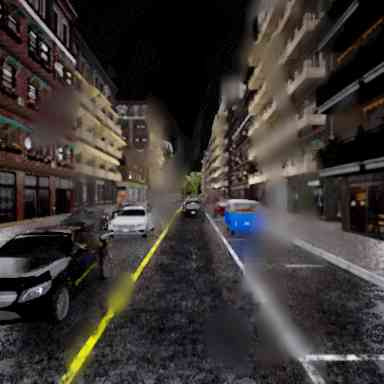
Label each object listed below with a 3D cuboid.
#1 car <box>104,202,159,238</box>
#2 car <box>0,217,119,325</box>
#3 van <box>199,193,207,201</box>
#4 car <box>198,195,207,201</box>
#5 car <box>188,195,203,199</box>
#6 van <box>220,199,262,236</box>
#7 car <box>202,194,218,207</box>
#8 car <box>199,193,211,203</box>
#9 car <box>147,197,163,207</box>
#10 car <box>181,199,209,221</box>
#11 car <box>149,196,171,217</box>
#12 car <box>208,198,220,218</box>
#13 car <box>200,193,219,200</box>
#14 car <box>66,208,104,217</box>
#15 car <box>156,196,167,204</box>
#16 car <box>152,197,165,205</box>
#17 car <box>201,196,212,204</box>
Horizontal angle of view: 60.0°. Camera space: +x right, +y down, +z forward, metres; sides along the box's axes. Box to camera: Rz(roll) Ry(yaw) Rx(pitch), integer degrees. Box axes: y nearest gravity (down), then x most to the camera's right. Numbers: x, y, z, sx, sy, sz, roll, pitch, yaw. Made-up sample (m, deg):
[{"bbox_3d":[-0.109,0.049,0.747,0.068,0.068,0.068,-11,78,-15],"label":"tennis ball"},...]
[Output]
[{"bbox_3d":[-3.059,1.503,17.760,1.812,1.442,4.674,0,0,0],"label":"car"},{"bbox_3d":[-3.095,1.517,7.229,1.812,1.442,4.674,0,0,0],"label":"car"},{"bbox_3d":[2.686,1.244,79.460,1.690,1.788,3.998,1,0,0],"label":"van"},{"bbox_3d":[2.681,1.447,85.032,2.008,1.369,4.403,1,0,0],"label":"car"},{"bbox_3d":[0.090,1.452,43.542,1.837,1.490,4.892,0,1,0],"label":"car"},{"bbox_3d":[2.699,1.317,18.180,1.690,1.788,3.998,1,0,0],"label":"van"},{"bbox_3d":[2.692,1.250,51.605,2.192,1.841,5.009,1,0,0],"label":"car"},{"bbox_3d":[2.688,1.230,68.319,2.192,1.841,5.009,1,0,0],"label":"car"},{"bbox_3d":[-5.691,1.481,51.644,1.887,1.381,4.507,1,0,0],"label":"car"},{"bbox_3d":[0.094,1.530,27.113,1.994,1.385,4.181,0,0,0],"label":"car"},{"bbox_3d":[-3.050,1.452,31.277,2.128,1.511,4.902,0,0,1],"label":"car"},{"bbox_3d":[2.694,1.507,29.321,1.887,1.381,4.507,1,0,0],"label":"car"},{"bbox_3d":[2.693,1.257,46.034,2.192,1.841,5.009,1,0,0],"label":"car"},{"bbox_3d":[-5.683,1.543,18.217,1.947,1.339,4.313,1,0,0],"label":"car"},{"bbox_3d":[-5.695,1.505,62.786,1.802,1.307,4.206,1,0,0],"label":"car"},{"bbox_3d":[-5.693,1.511,57.214,1.802,1.307,4.206,1,0,0],"label":"car"},{"bbox_3d":[2.687,1.447,62.917,1.752,1.417,4.829,1,0,0],"label":"car"}]
